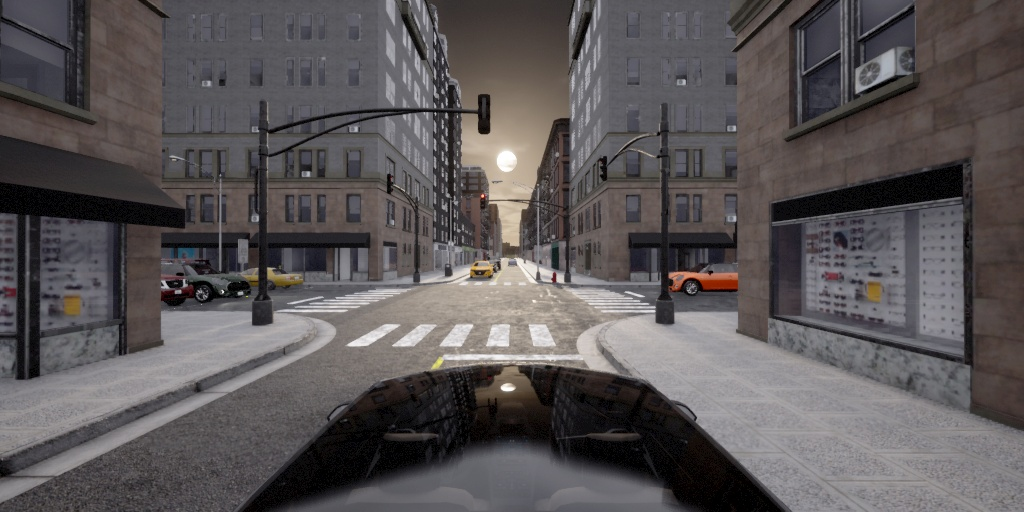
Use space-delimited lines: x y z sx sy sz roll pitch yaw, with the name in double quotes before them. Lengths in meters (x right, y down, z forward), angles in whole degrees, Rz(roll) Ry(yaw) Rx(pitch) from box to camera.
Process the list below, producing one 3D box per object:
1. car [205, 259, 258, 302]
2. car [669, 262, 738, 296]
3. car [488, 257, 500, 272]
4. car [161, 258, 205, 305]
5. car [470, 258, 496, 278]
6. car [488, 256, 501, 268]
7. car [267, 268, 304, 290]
"car" -14.378 1.084 16.045 4.553 1.767 2.097 0 0 0
"car" 10.436 1.120 18.983 4.553 1.767 2.097 0 0 1
"car" -2.814 1.246 44.258 1.837 1.490 4.892 0 0 0
"car" -15.090 1.035 13.505 5.009 1.841 2.192 0 0 0
"car" -2.820 1.223 33.855 1.882 1.535 5.008 0 0 0
"car" -2.799 0.955 54.851 2.150 2.045 5.566 0 0 0
"car" -15.234 1.280 21.531 4.829 1.417 1.751 0 0 0
